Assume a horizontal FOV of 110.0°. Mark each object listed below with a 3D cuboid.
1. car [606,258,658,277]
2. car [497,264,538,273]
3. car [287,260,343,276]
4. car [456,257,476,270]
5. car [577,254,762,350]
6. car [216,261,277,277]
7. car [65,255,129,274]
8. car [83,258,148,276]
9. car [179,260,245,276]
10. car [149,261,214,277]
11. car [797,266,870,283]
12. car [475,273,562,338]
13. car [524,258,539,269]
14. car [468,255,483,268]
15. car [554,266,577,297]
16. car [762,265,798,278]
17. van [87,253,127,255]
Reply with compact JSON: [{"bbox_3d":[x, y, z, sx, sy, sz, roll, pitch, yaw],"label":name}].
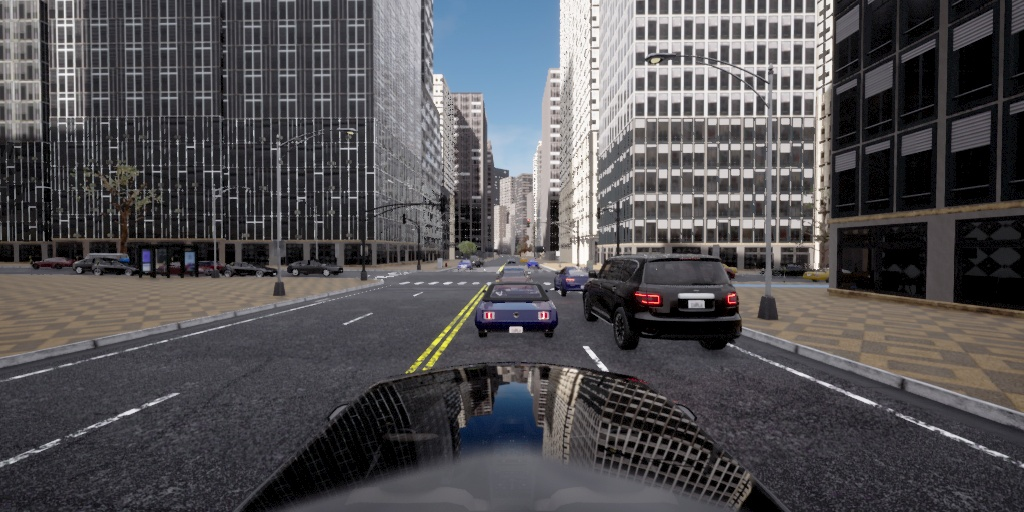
[{"bbox_3d":[12.081,1.178,36.427,4.553,1.767,2.097,1,1,0],"label":"car"},{"bbox_3d":[0.084,1.305,18.903,1.994,1.385,4.181,0,0,0],"label":"car"},{"bbox_3d":[-18.471,1.108,33.765,4.892,1.490,1.837,1,1,1],"label":"car"},{"bbox_3d":[-6.640,1.241,51.191,1.812,1.442,4.674,0,0,-2],"label":"car"},{"bbox_3d":[3.343,0.968,9.204,2.150,2.045,5.566,0,0,0],"label":"car"},{"bbox_3d":[-22.762,1.174,31.143,4.313,1.339,1.948,0,0,1],"label":"car"},{"bbox_3d":[-38.791,0.923,34.166,4.892,1.490,1.837,1,1,1],"label":"car"},{"bbox_3d":[-34.127,1.069,31.437,4.313,1.339,1.948,0,0,1],"label":"car"},{"bbox_3d":[-28.353,1.114,33.959,4.718,1.301,1.895,1,1,1],"label":"car"},{"bbox_3d":[-28.446,1.138,31.270,4.207,1.307,1.802,0,0,1],"label":"car"},{"bbox_3d":[27.612,1.579,30.470,4.829,1.417,1.751,0,0,1],"label":"car"},{"bbox_3d":[0.093,1.347,10.166,1.895,1.301,4.718,0,0,0],"label":"car"},{"bbox_3d":[3.272,1.234,56.665,1.812,1.442,4.674,0,0,0],"label":"car"},{"bbox_3d":[-6.635,0.925,61.153,2.150,2.045,5.566,0,0,0],"label":"car"},{"bbox_3d":[3.332,1.267,18.896,1.812,1.442,4.674,0,0,0],"label":"car"},{"bbox_3d":[27.735,1.563,36.243,4.718,1.301,1.895,1,1,1],"label":"car"},{"bbox_3d":[-45.327,0.605,40.086,3.998,1.789,1.690,0,0,1],"label":"van"}]
